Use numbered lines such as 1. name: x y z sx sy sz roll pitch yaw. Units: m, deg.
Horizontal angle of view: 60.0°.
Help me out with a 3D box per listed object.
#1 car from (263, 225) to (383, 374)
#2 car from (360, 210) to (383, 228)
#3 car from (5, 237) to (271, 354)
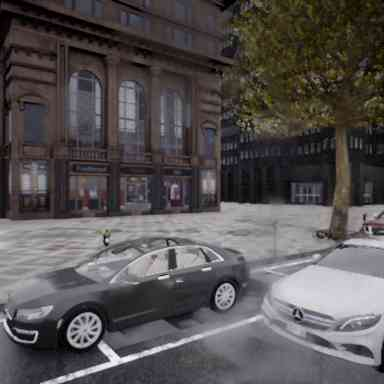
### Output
1. car: 3.256 1.536 5.706 4.674 1.442 1.812 0 0 -36
2. car: 8.364 1.342 12.631 5.009 1.841 2.192 0 0 -36
3. car: -0.874 1.556 6.029 4.403 1.369 2.008 0 0 -36
